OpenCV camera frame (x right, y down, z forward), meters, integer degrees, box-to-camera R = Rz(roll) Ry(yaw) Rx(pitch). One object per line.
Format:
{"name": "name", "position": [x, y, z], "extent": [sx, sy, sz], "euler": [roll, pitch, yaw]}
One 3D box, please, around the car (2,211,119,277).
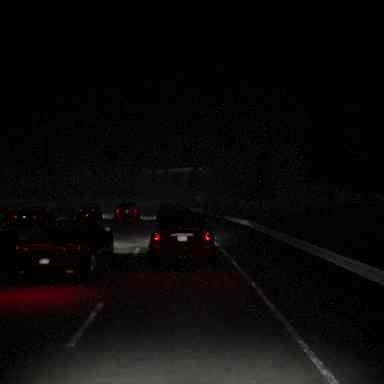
{"name": "car", "position": [-3.813, 1.606, 10.761], "extent": [1.882, 1.535, 5.008], "euler": [0, -1, -3]}

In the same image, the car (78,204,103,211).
{"name": "car", "position": [-9.577, 1.862, 31.503], "extent": [2.128, 1.511, 4.902], "euler": [0, -1, -9]}

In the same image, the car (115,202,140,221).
{"name": "car", "position": [-5.882, 1.705, 30.530], "extent": [2.097, 1.767, 4.553], "euler": [0, -1, -8]}

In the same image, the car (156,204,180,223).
{"name": "car", "position": [-2.279, 1.847, 30.132], "extent": [1.837, 1.490, 4.892], "euler": [0, -1, -8]}

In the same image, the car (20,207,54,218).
{"name": "car", "position": [-12.283, 1.864, 26.170], "extent": [2.033, 1.411, 5.357], "euler": [0, -1, -8]}

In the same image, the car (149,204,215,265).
{"name": "car", "position": [-0.424, 1.493, 12.423], "extent": [2.097, 1.767, 4.553], "euler": [0, -1, -3]}

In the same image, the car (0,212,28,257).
{"name": "car", "position": [-7.304, 1.609, 10.442], "extent": [1.882, 1.535, 5.008], "euler": [0, -1, -3]}
